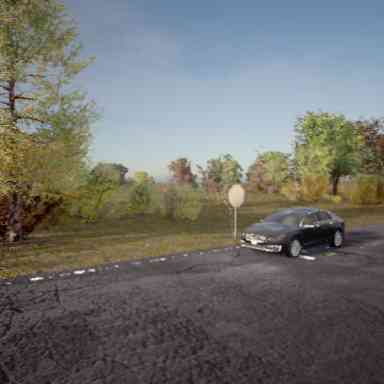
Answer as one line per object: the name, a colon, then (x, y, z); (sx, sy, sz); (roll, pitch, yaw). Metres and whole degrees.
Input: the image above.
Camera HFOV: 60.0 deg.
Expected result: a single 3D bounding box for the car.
car: (3.838, 1.347, 12.247); (4.892, 1.490, 1.837); (-1, 2, -40)
